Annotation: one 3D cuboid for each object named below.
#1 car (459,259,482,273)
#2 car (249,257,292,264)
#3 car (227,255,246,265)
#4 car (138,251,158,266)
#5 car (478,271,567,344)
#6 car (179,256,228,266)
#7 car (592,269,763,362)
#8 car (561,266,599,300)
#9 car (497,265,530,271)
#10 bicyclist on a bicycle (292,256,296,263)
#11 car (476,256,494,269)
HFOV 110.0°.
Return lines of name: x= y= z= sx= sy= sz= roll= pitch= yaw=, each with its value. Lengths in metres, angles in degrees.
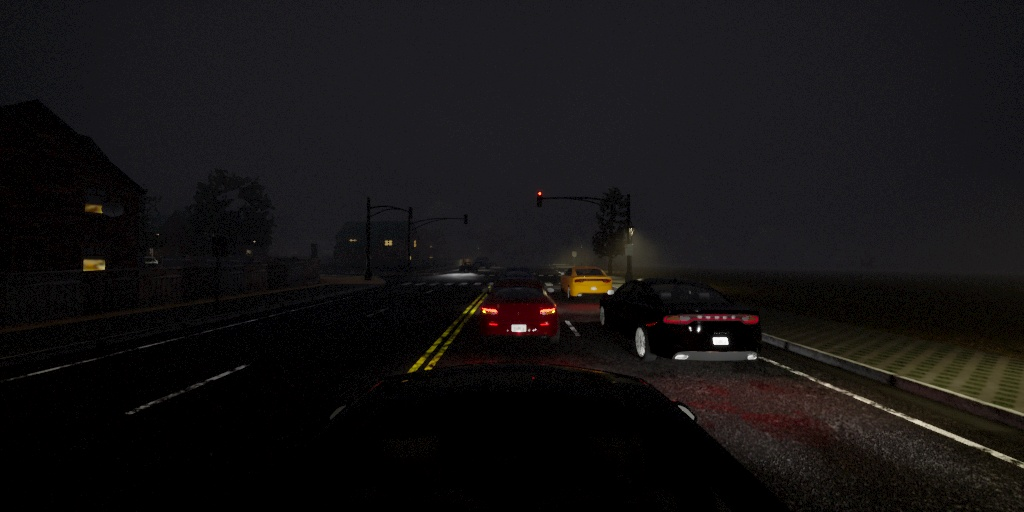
car: x=-5.468 y=1.418 z=45.605 sx=1.895 sy=1.301 sz=4.718 roll=0 pitch=0 yaw=3
car: x=-21.062 y=0.910 z=32.952 sx=5.008 sy=1.535 sz=1.882 roll=1 pitch=-1 yaw=16
car: x=-30.405 y=0.683 z=38.600 sx=4.553 sy=1.767 sz=2.097 roll=1 pitch=-1 yaw=16
car: x=-40.928 y=0.332 z=38.480 sx=5.566 sy=2.045 sz=2.150 roll=1 pitch=-1 yaw=16
car: x=0.162 y=1.280 z=9.465 sx=1.812 sy=1.442 sz=4.674 roll=0 pitch=0 yaw=1
car: x=-30.849 y=0.875 z=35.666 sx=4.718 sy=1.301 sz=1.895 roll=1 pitch=-1 yaw=16
car: x=3.402 y=1.231 z=8.291 sx=1.882 sy=1.535 sz=5.008 roll=0 pitch=0 yaw=0
car: x=3.532 y=1.239 z=17.759 sx=1.882 sy=1.535 sz=5.008 roll=0 pitch=0 yaw=1
car: x=0.281 y=1.289 z=18.572 sx=1.812 sy=1.442 sz=4.674 roll=0 pitch=0 yaw=0
bicyclist on a bicycle: x=-24.252 y=0.780 z=39.926 sx=0.582 sy=1.620 sz=1.656 roll=1 pitch=-1 yaw=15
car: x=-4.790 y=1.070 z=57.589 sx=2.150 sy=2.045 sz=5.566 roll=0 pitch=0 yaw=4
